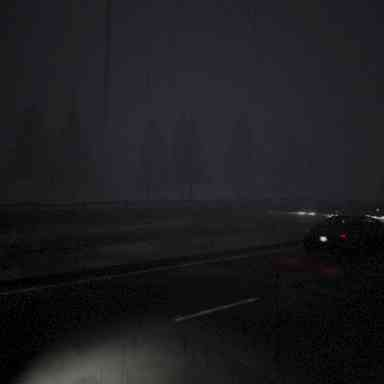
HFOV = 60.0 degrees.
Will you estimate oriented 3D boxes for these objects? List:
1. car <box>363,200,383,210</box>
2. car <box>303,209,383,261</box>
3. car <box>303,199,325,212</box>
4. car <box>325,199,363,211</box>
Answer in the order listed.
[{"bbox_3d":[18.263,1.407,30.953,4.181,1.385,1.994,0,0,-35],"label":"car"},{"bbox_3d":[6.041,1.540,12.325,4.181,1.385,1.994,0,0,-35],"label":"car"},{"bbox_3d":[14.134,1.506,36.607,4.181,1.385,1.994,0,0,-35],"label":"car"},{"bbox_3d":[16.236,1.486,33.806,5.357,1.411,2.033,0,0,-35],"label":"car"}]
